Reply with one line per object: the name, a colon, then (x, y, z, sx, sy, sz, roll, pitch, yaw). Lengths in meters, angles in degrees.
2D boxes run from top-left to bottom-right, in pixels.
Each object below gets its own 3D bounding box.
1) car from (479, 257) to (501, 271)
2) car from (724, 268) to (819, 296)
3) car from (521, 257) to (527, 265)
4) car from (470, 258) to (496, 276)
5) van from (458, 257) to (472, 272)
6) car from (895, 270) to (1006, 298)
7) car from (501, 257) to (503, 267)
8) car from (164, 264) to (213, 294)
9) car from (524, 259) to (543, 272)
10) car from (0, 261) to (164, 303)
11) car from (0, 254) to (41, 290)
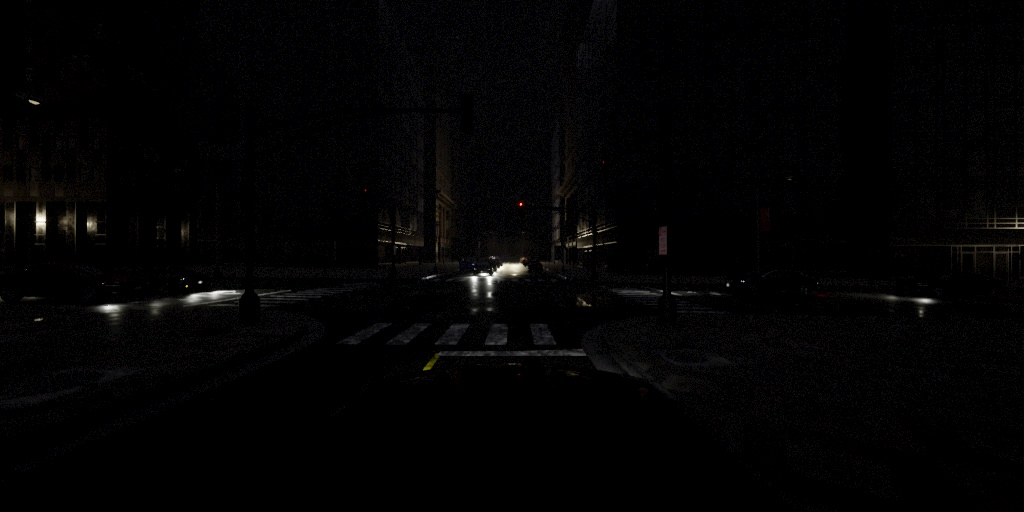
car: (-2.875, 1.204, 46.282, 2.128, 1.511, 4.902, 0, 0, 0)
car: (15.098, 1.466, 21.024, 4.902, 1.511, 2.128, 1, 0, -1)
car: (2.989, 1.266, 61.973, 1.802, 1.307, 4.207, 0, 0, 0)
car: (-2.930, 1.250, 37.164, 1.812, 1.442, 4.674, 0, 0, 0)
van: (-5.645, 1.055, 45.079, 1.690, 1.789, 3.998, 0, 0, 0)
car: (25.485, 1.591, 20.956, 5.008, 1.535, 1.882, 1, 0, 0)
car: (-2.795, 1.222, 56.182, 1.812, 1.442, 4.674, 0, 0, 0)
car: (-17.419, 1.093, 17.747, 4.181, 1.385, 1.994, 1, 0, 0)
car: (2.880, 1.280, 45.025, 1.948, 1.339, 4.313, 0, 0, 0)
car: (-17.610, 0.993, 14.498, 5.008, 1.535, 1.882, 1, 0, 0)
car: (-27.028, 0.758, 17.804, 4.553, 1.767, 2.097, 1, 0, 0)
